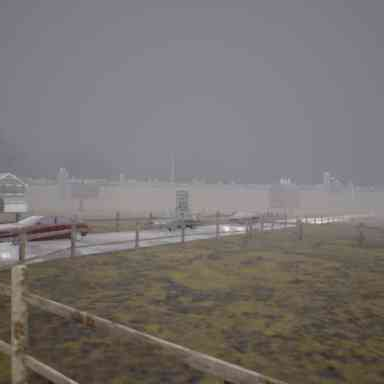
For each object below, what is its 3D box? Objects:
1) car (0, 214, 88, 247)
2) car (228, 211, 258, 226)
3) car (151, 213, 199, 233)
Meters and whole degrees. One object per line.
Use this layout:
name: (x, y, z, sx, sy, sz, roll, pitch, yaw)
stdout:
car: (-8.014, 1.940, 17.886, 1.882, 1.535, 5.008, 1, -2, 37)
car: (5.831, 2.985, 37.872, 1.882, 1.535, 5.008, 1, -2, 35)
car: (-1.313, 2.459, 27.560, 2.128, 1.511, 4.902, 1, -2, 35)
